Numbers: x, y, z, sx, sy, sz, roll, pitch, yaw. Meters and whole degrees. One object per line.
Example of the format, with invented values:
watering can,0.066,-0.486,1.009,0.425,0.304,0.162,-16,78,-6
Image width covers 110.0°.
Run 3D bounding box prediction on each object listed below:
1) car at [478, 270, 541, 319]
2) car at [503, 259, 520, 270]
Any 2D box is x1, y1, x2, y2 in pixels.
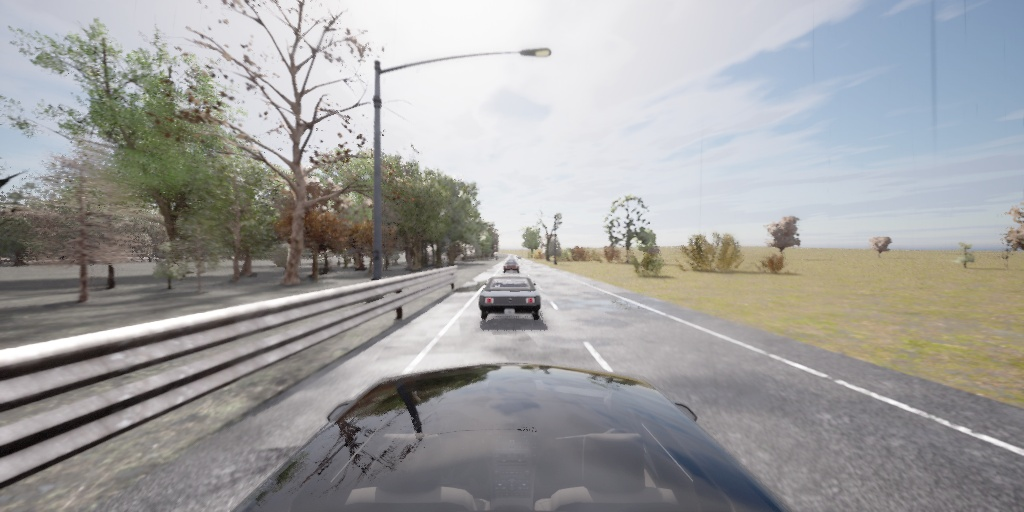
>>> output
car,-0.063,1.340,12.784,1.895,1.301,4.718,0,0,0
car,-0.068,1.293,42.751,1.895,1.301,4.718,0,0,0
